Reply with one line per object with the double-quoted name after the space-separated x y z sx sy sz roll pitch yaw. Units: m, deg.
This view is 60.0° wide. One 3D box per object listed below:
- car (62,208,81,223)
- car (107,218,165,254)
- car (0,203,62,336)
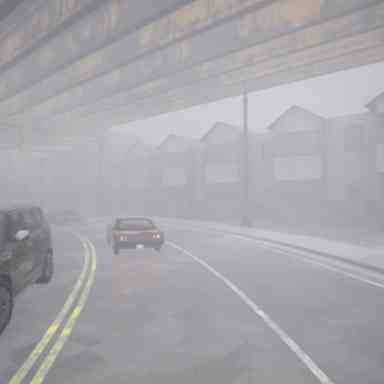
-11.650 2.117 29.977 1.994 1.385 4.181 0 -1 -40 "car"
-2.612 1.750 14.341 1.895 1.301 4.718 0 -1 -18 "car"
-4.399 1.290 6.788 2.150 2.045 5.566 0 -1 -11 "car"
